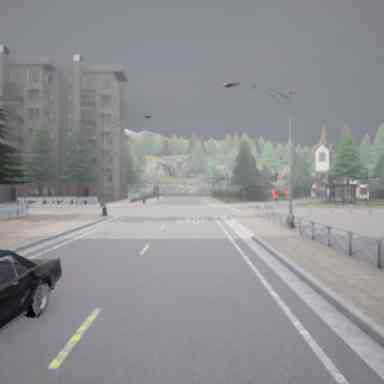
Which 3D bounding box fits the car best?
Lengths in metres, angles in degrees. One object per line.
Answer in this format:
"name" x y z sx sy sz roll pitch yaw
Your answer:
"car" -3.564 1.557 4.520 1.895 1.301 4.718 0 1 0
